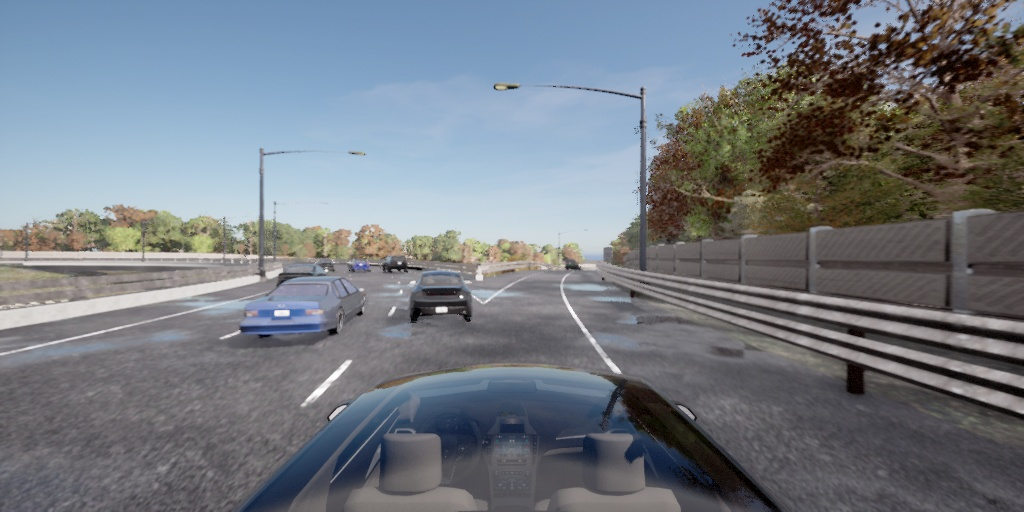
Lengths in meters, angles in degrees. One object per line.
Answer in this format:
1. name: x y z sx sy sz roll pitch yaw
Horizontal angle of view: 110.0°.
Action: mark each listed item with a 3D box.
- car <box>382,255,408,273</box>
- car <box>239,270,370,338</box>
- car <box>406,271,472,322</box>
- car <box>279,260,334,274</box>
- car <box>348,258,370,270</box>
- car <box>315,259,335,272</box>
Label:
1. car: -14.153 0.960 43.327 2.150 2.045 5.566 0 0 -29
2. car: -5.513 1.290 10.253 2.033 1.411 5.357 0 0 -12
3. car: -2.452 1.254 12.384 1.837 1.490 4.892 0 0 -12
4. car: -12.010 1.211 20.952 1.882 1.535 5.008 0 0 -17
5. car: -19.336 1.080 45.244 2.097 1.767 4.553 0 0 -30
6. car: -24.449 1.223 46.790 1.837 1.490 4.892 0 0 -33
